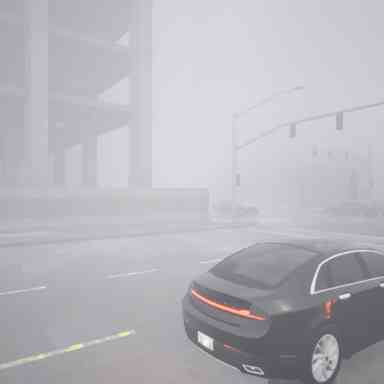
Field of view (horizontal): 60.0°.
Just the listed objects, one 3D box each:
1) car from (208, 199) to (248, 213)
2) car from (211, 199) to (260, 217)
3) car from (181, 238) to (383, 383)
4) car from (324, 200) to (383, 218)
[{"bbox_3d":[4.037,1.523,37.874,1.812,1.442,4.674,0,0,-36],"label":"car"},{"bbox_3d":[4.172,1.598,31.720,1.895,1.301,4.718,0,0,-36],"label":"car"},{"bbox_3d":[2.143,1.504,5.317,4.892,1.490,1.837,0,0,-35],"label":"car"},{"bbox_3d":[14.341,1.502,29.953,1.837,1.490,4.892,0,0,-36],"label":"car"}]
